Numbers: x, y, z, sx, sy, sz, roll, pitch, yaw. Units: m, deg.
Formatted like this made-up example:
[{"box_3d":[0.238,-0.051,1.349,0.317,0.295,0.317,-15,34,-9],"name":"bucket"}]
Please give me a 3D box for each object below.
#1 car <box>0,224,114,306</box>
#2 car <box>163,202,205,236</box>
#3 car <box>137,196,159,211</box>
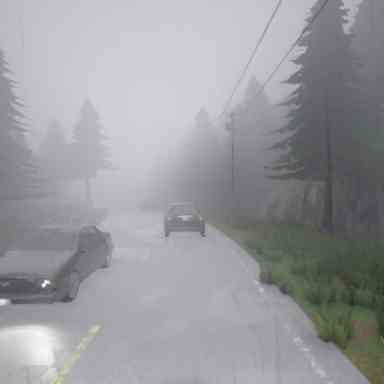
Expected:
[{"box_3d":[-3.359,1.549,8.496,2.033,1.411,5.357,0,0,-1],"name":"car"},{"box_3d":[-0.544,1.354,18.563,2.097,1.767,4.553,0,0,-6],"name":"car"},{"box_3d":[-5.604,1.356,41.755,2.097,1.767,4.553,0,0,-18],"name":"car"}]
